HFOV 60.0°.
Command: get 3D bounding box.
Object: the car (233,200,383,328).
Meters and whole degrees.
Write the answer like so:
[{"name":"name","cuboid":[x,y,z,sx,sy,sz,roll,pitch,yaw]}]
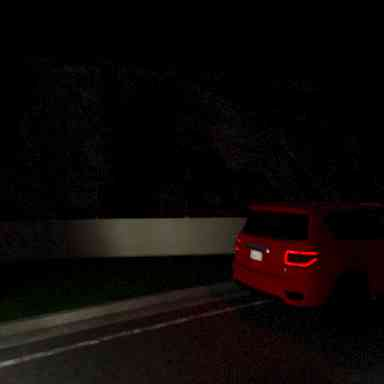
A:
[{"name":"car","cuboid":[3.507,1.198,7.060,5.566,2.045,2.150,0,0,-28]}]
